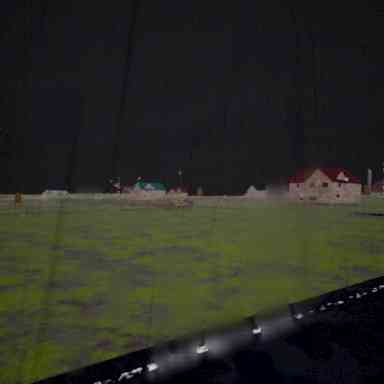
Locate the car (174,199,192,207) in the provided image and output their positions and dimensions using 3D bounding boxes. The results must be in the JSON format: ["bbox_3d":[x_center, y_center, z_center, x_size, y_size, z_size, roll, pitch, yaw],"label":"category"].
[{"bbox_3d":[-1.548,2.023,62.258,1.882,1.535,5.008,2,-2,-36],"label":"car"}]
